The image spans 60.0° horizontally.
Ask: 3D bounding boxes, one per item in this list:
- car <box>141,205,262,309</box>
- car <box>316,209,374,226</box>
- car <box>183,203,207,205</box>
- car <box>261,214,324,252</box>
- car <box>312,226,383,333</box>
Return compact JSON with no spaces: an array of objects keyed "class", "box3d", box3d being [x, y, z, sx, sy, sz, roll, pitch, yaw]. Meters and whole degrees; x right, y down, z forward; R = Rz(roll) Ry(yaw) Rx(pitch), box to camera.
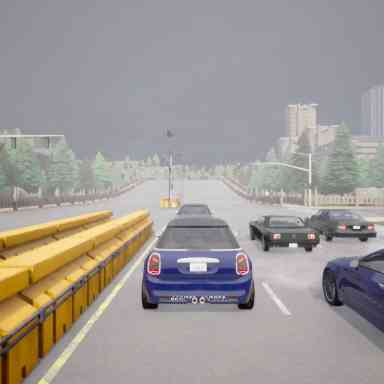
[{"class":"car","box3d":[0.115,1.352,8.013,2.097,1.767,4.553,0,0,0]},{"class":"car","box3d":[7.108,1.547,16.559,2.033,1.411,5.357,0,0,4]},{"class":"car","box3d":[0.133,1.352,16.949,2.097,1.767,4.553,0,0,0]},{"class":"car","box3d":[3.624,1.601,13.984,1.895,1.301,4.718,0,0,1]},{"class":"car","box3d":[3.613,1.526,5.044,1.812,1.442,4.674,0,0,0]}]
